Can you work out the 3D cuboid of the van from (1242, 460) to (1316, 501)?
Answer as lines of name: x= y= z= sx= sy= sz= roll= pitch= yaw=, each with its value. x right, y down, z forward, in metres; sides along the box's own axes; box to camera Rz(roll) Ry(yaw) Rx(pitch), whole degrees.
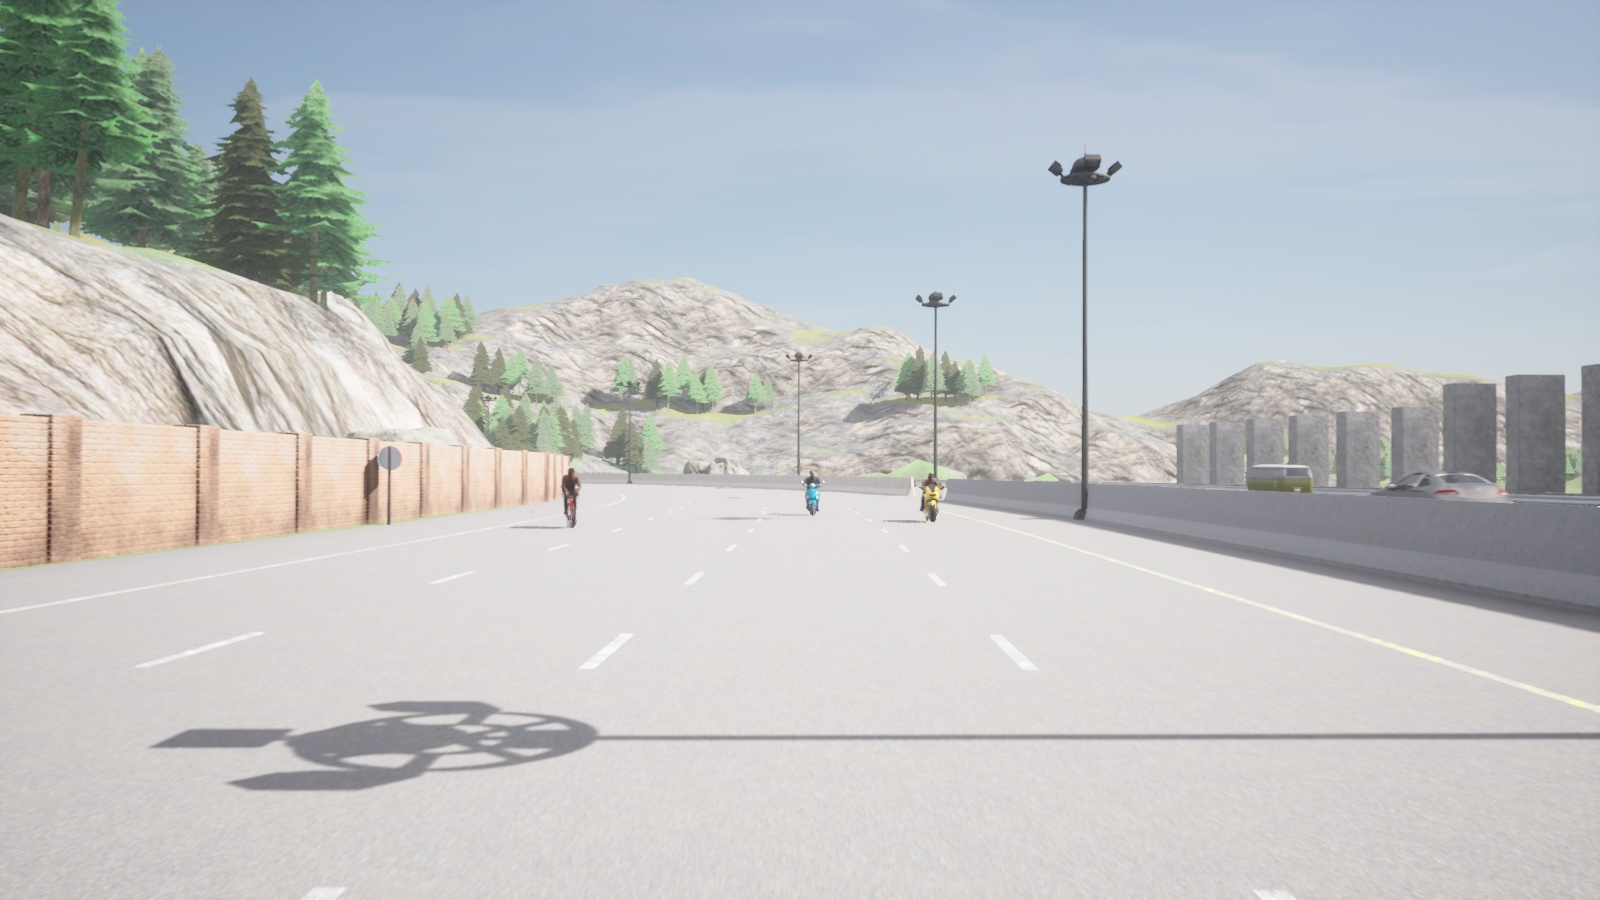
van: x=24.269 y=1.536 z=63.784 sx=1.775 sy=1.987 sz=4.442 roll=0 pitch=-1 yaw=-4

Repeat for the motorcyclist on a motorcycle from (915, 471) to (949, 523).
motorcyclist on a motorcycle: x=4.003 y=1.419 z=38.323 sx=0.797 sy=1.523 sz=2.044 roll=0 pitch=-1 yaw=0

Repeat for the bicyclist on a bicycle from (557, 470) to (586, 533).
bicyclist on a bicycle: x=-6.079 y=1.348 z=33.400 sx=0.582 sy=1.620 sz=1.656 roll=0 pitch=-1 yaw=-16

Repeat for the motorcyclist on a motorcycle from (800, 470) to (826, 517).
motorcyclist on a motorcycle: x=0.452 y=1.493 z=43.614 sx=0.866 sy=1.590 sz=1.817 roll=0 pitch=-1 yaw=-1

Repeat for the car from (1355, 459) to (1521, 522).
car: x=17.998 y=1.117 z=35.753 sx=2.152 sy=1.651 sz=5.027 roll=0 pitch=-1 yaw=0
